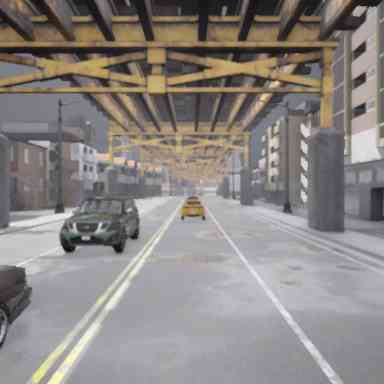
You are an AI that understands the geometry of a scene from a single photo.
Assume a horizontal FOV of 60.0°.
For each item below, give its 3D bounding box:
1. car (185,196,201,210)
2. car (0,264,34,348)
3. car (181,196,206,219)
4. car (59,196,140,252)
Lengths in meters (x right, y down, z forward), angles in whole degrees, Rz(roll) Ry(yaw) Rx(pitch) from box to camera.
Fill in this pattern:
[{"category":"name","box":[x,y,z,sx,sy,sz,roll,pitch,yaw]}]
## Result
[{"category":"car","box":[0.107,1.252,40.069,1.837,1.490,4.892,0,1,0]},{"category":"car","box":[-3.597,1.544,3.281,2.033,1.411,5.357,0,0,0]},{"category":"car","box":[0.103,1.362,27.418,1.882,1.535,5.008,0,0,0]},{"category":"car","box":[-3.575,1.193,14.033,2.150,2.045,5.566,0,0,0]}]
